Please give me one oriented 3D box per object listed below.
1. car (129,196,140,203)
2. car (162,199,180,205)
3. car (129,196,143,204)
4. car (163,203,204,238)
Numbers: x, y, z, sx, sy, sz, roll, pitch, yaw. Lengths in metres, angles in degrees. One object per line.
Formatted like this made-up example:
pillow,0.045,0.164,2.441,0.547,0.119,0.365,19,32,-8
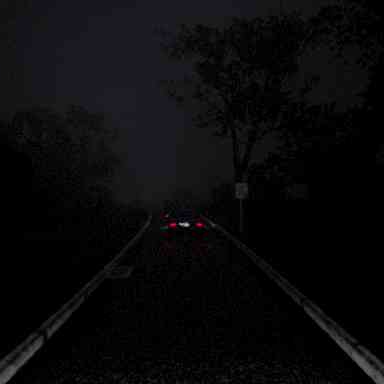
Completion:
car,-12.160,1.468,70.419,1.994,1.385,4.181,0,0,-15
car,-2.326,1.517,37.865,2.128,1.511,4.902,0,0,-7
car,-10.272,1.559,62.694,1.812,1.442,4.674,0,0,-14
car,-0.404,1.560,17.791,2.033,1.411,5.357,0,0,-3
